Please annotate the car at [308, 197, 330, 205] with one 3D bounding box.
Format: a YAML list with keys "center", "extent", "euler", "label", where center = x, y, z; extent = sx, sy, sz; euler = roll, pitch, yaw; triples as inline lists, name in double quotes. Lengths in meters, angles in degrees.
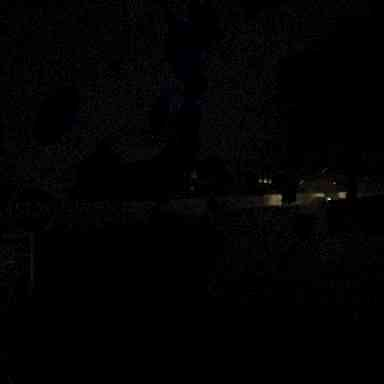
- center: [14.355, 1.269, 36.751]
  extent: [2.033, 1.411, 5.357]
  euler: [0, 0, 36]
  label: "car"

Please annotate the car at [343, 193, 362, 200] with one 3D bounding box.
- center: [24.498, 0.957, 50.736]
  extent: [2.097, 1.767, 4.553]
  euler: [0, 0, 36]
  label: "car"
